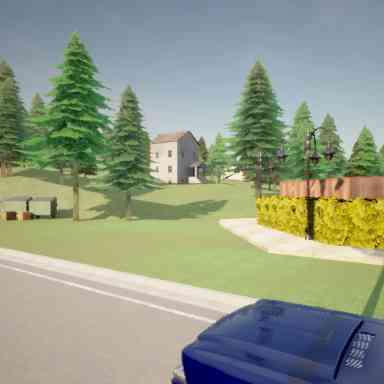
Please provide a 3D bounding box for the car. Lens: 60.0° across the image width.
[{"bbox_3d":[2.155,1.601,2.446,4.718,1.301,1.895,0,0,36],"label":"car"}]
